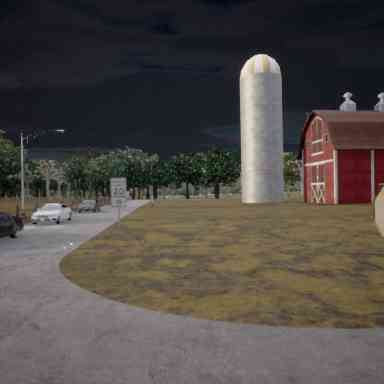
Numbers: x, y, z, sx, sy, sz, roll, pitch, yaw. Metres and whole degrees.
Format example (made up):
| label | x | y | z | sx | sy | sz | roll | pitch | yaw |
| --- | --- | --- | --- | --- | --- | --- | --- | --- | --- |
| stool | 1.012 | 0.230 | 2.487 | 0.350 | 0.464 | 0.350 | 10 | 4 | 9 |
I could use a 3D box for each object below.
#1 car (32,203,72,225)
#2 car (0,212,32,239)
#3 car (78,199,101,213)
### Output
| label | x | y | z | sx | sy | sz | roll | pitch | yaw |
| --- | --- | --- | --- | --- | --- | --- | --- | --- | --- |
| car | -10.377 | 1.577 | 24.922 | 1.812 | 1.442 | 4.674 | -1 | 0 | -5 |
| car | -9.428 | 1.596 | 15.031 | 2.033 | 1.411 | 5.357 | -1 | 0 | -7 |
| car | -11.550 | 1.581 | 37.736 | 1.837 | 1.490 | 4.892 | -1 | 1 | -6 |
